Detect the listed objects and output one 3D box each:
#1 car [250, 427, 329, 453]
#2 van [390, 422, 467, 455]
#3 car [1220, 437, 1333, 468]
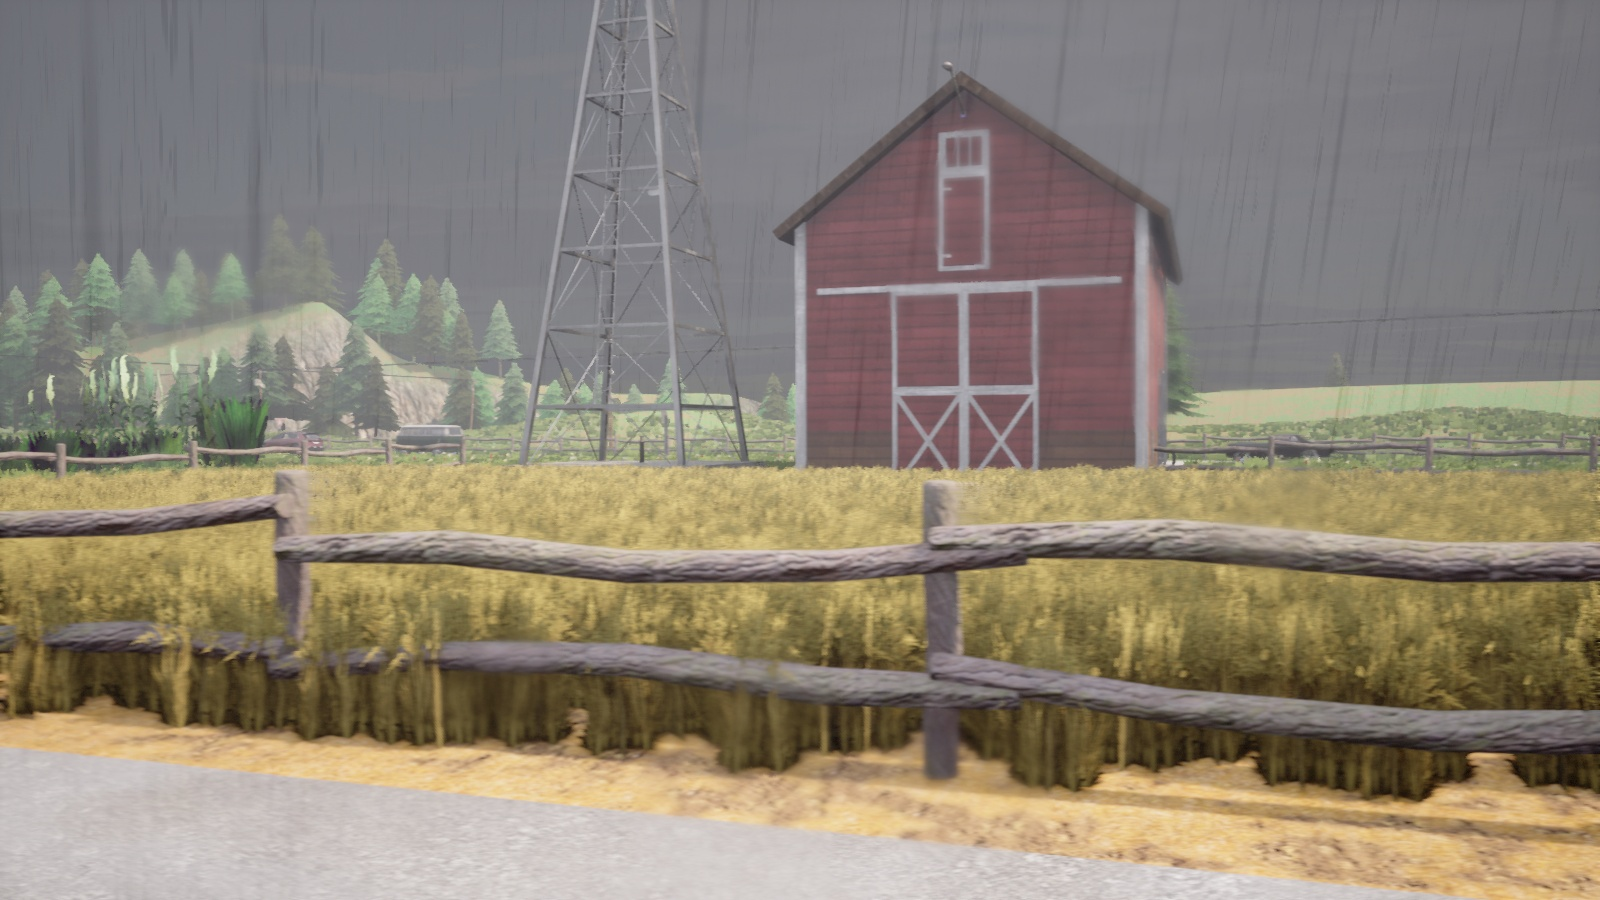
[{"bbox_3d":[-33.358,-0.664,82.056,4.856,1.649,2.033,1,1,24],"label":"car"},{"bbox_3d":[-22.868,-0.728,77.322,4.442,1.987,1.775,1,1,24],"label":"van"},{"bbox_3d":[21.727,0.091,57.265,4.718,1.301,1.895,1,1,24],"label":"car"}]
